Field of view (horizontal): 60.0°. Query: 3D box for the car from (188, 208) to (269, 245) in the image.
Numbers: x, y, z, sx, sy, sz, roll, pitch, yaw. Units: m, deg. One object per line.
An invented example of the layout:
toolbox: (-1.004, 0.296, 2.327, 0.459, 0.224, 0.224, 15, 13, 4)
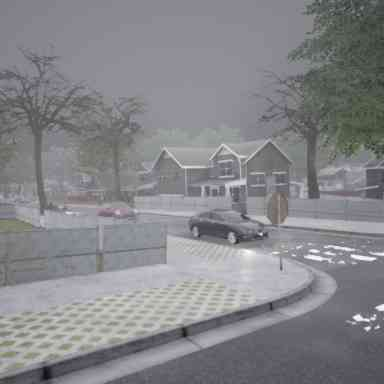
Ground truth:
car: (1.702, 1.641, 16.878, 1.837, 1.490, 4.892, -3, 2, -35)

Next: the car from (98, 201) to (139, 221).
car: (-6.314, 1.605, 28.274, 2.097, 1.767, 4.553, -3, 1, -35)

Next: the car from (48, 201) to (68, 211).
car: (-18.680, 1.940, 46.034, 2.128, 1.511, 4.902, -3, 1, -35)
